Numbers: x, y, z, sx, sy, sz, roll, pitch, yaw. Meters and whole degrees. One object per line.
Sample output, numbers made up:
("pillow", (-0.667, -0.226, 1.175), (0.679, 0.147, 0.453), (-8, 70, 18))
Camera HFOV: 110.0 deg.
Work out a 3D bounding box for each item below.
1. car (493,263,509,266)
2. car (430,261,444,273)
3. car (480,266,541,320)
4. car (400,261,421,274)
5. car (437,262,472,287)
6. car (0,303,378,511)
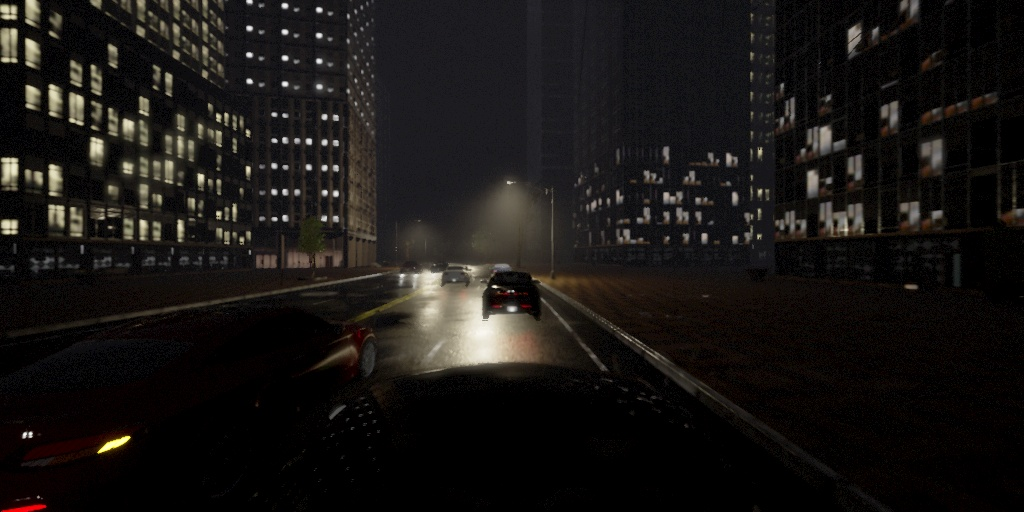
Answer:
("car", (-0.959, 1.320, 31.532), (2.033, 1.411, 5.357), (0, 0, -4))
("car", (-8.777, 1.360, 43.730), (1.994, 1.385, 4.181), (0, 0, -6))
("car", (-0.047, 1.262, 12.638), (1.837, 1.490, 4.892), (0, 0, -1))
("car", (-11.908, 1.324, 42.397), (1.812, 1.442, 4.674), (0, 0, -6))
("car", (-3.803, 1.297, 25.017), (1.812, 1.442, 4.674), (0, 0, -3))
("car", (-3.188, 1.281, 4.193), (1.812, 1.442, 4.674), (0, 0, 0))
